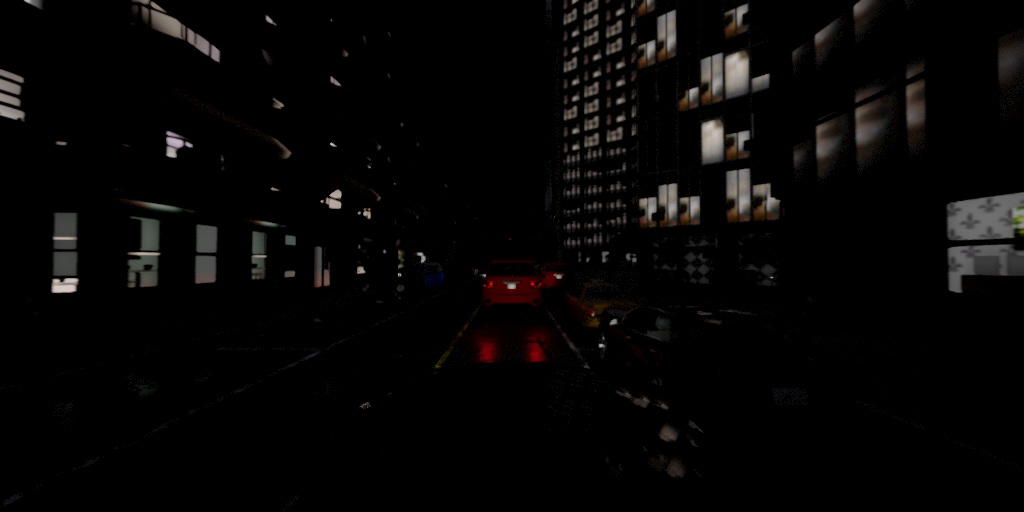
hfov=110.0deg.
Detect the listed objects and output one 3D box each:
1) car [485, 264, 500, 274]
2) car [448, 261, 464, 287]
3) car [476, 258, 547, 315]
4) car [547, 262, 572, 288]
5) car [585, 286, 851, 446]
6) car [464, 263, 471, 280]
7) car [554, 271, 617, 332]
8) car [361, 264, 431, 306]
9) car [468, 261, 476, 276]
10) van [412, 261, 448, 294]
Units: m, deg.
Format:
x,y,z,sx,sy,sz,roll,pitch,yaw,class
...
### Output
x,y,z,sx,sy,sz,roll,pitch,yaw,class
-2.767,1.855,51.400,1.994,1.385,4.181,0,-1,0,car
-5.314,1.335,27.516,2.192,1.841,5.009,0,0,0,car
0.012,1.107,14.460,2.150,2.045,5.566,0,0,0,car
2.566,1.276,21.988,2.192,1.841,5.009,0,0,0,car
2.566,1.353,5.381,1.948,1.339,4.313,0,0,0,car
-5.314,1.631,33.052,2.007,1.370,4.403,0,0,0,car
2.566,1.370,11.087,1.751,1.417,4.829,0,0,0,car
-5.314,1.342,16.444,1.967,1.591,4.097,0,0,0,car
-5.314,1.645,44.122,1.967,1.591,4.097,0,0,0,car
-5.314,1.302,21.980,1.690,1.789,3.998,0,0,0,van
